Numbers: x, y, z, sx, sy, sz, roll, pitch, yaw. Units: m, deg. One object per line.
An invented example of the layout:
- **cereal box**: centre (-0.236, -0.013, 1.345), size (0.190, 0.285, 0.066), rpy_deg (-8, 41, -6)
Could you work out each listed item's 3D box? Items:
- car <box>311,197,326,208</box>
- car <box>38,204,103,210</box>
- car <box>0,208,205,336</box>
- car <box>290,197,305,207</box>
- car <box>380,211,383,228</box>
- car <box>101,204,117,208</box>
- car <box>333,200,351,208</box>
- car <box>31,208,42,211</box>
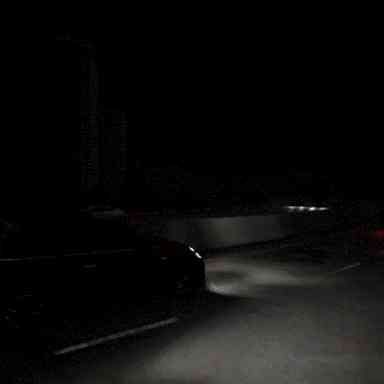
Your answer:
- **car**: centre (19.358, 1.618, 50.750), size (1.837, 1.490, 4.892), rpy_deg (0, 0, 23)
- **car**: centre (-7.203, 1.517, 16.329), size (4.892, 1.490, 1.837), rpy_deg (0, 0, -39)
- **car**: centre (-1.912, 1.360, 6.936), size (4.553, 1.767, 2.097), rpy_deg (0, 0, -37)
- **car**: centre (17.476, 1.641, 55.236), size (1.812, 1.442, 4.674), rpy_deg (0, 0, 22)
- **car**: centre (13.821, 1.549, 21.927), size (2.128, 1.511, 4.902), rpy_deg (0, 0, 41)
- **car**: centre (-6.365, 1.548, 21.552), size (4.674, 1.442, 1.812), rpy_deg (0, 0, -42)
- **car**: centre (19.477, 1.664, 43.043), size (1.994, 1.385, 4.181), rpy_deg (0, 0, 28)
- **car**: centre (-7.962, 1.495, 11.375), size (4.902, 1.511, 2.128), rpy_deg (0, 0, -36)
